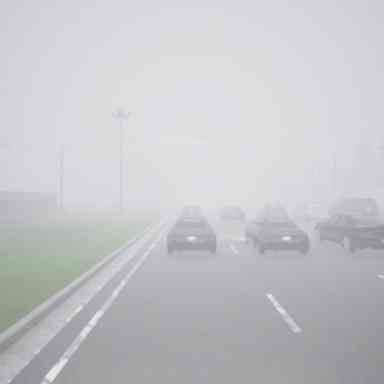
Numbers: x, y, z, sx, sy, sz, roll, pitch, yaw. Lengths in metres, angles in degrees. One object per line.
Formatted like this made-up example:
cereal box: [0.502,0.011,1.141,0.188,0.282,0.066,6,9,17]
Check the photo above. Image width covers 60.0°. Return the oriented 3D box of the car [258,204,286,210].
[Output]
car: [6.989,1.780,29.262,2.128,1.511,4.902,0,0,0]

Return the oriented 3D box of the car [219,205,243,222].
car: [3.490,1.852,29.250,1.994,1.385,4.181,0,-1,0]

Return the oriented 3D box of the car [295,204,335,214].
car: [10.490,1.814,29.341,1.812,1.442,4.674,0,0,0]

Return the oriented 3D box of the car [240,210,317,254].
car: [3.495,1.705,14.265,1.994,1.385,4.181,0,-1,0]

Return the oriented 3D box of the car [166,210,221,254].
car: [-0.005,1.705,14.260,1.994,1.385,4.181,0,-1,0]

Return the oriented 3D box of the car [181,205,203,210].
car: [-0.015,1.832,28.956,2.033,1.411,5.357,0,-1,0]

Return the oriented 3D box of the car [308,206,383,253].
car: [6.996,1.620,14.445,1.882,1.535,5.008,0,0,0]

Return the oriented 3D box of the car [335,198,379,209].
car: [13.986,1.502,28.997,2.150,2.045,5.566,0,0,0]
